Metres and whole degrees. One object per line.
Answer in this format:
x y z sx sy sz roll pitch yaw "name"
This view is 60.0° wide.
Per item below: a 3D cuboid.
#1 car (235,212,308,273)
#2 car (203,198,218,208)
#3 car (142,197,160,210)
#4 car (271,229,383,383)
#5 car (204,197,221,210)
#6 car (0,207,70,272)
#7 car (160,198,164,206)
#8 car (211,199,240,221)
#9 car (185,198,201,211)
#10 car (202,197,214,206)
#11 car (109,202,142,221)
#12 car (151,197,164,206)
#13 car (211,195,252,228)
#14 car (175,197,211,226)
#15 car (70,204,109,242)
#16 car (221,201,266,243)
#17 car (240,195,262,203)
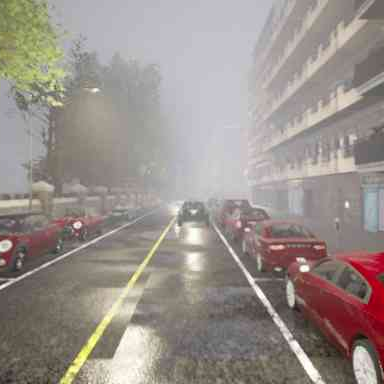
2.694 1.547 10.503 1.887 1.381 4.507 0 0 0 "car"
2.707 1.590 49.914 1.947 1.339 4.313 0 0 0 "car"
-5.676 1.544 44.116 1.752 1.417 4.829 0 0 0 "car"
2.692 1.545 4.872 1.887 1.381 4.507 0 0 0 "car"
2.704 1.459 44.283 1.967 1.590 4.097 0 0 0 "car"
-5.687 1.442 10.505 1.967 1.590 4.097 0 0 0 "car"
-5.674 1.575 49.916 2.008 1.369 4.403 0 0 0 "car"
2.699 1.448 27.393 1.967 1.590 4.097 0 0 0 "car"
0.116 1.520 41.382 1.837 1.490 4.892 0 0 0 "car"
2.708 1.556 55.715 1.752 1.417 4.829 0 0 0 "car"
-5.681 1.559 27.395 2.008 1.369 4.403 0 0 0 "car"
-5.673 1.556 55.377 1.752 1.417 4.829 0 0 0 "car"
2.696 1.321 21.762 2.192 1.841 5.009 0 0 0 "car"
0.109 1.359 23.638 2.097 1.767 4.553 0 0 0 "car"
-5.685 1.444 16.133 1.967 1.590 4.097 0 0 0 "car"
2.696 1.444 16.132 1.967 1.590 4.097 0 0 0 "car"
14.644 1.655 82.533 5.009 1.841 2.192 1 -1 0 "car"
